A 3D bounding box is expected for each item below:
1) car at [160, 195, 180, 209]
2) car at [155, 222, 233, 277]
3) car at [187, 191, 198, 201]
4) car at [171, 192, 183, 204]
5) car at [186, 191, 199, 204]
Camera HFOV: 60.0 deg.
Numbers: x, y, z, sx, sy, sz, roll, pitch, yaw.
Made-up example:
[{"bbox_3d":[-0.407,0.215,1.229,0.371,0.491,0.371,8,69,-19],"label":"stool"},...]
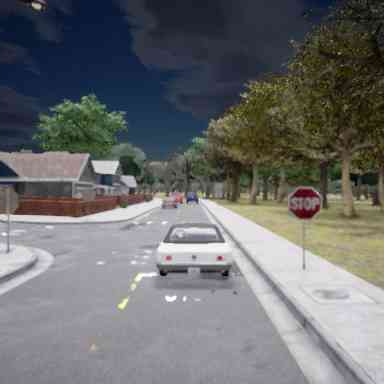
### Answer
[{"bbox_3d":[-2.840,1.399,42.453,1.812,1.442,4.674,0,0,0],"label":"car"},{"bbox_3d":[0.065,1.566,10.093,1.895,1.301,4.718,0,0,0],"label":"car"},{"bbox_3d":[-0.008,0.889,71.879,2.150,2.045,5.566,0,0,-2],"label":"car"},{"bbox_3d":[-2.791,1.068,59.185,2.150,2.045,5.566,0,0,1],"label":"car"},{"bbox_3d":[0.045,1.065,61.014,2.150,2.045,5.566,0,0,0],"label":"car"}]
